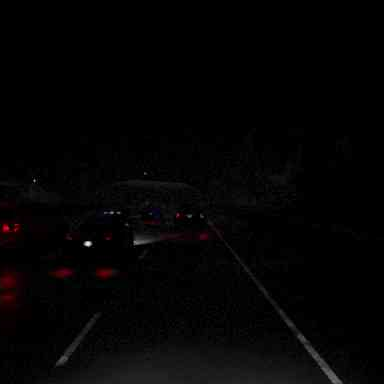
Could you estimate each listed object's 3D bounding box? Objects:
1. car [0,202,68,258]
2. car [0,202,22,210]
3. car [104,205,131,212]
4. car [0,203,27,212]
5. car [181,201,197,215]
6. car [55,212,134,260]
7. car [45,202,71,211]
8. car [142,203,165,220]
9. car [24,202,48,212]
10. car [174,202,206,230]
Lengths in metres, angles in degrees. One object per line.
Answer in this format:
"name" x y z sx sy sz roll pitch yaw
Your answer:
"car" -7.055 1.431 13.895 2.150 2.045 5.566 0 -1 -1
"car" -32.175 2.498 58.666 1.895 1.301 4.718 0 -1 -1
"car" -7.264 1.963 32.633 2.033 1.411 5.357 0 -1 -1
"car" -28.641 2.416 53.574 1.895 1.301 4.718 0 -1 0
"car" -0.371 1.961 41.526 1.837 1.490 4.892 0 -1 -1
"car" -3.532 1.738 13.221 1.994 1.385 4.181 0 -1 -1
"car" -21.649 2.309 53.849 2.033 1.411 5.357 0 -1 0
"car" -3.764 1.865 32.671 1.882 1.535 5.008 0 -1 -1
"car" -25.152 2.352 53.703 1.994 1.385 4.181 0 -1 0
"car" -0.159 1.610 23.466 2.097 1.767 4.553 0 -1 -1
